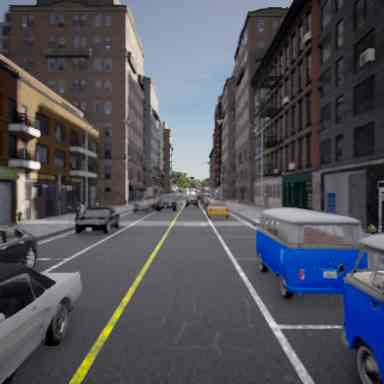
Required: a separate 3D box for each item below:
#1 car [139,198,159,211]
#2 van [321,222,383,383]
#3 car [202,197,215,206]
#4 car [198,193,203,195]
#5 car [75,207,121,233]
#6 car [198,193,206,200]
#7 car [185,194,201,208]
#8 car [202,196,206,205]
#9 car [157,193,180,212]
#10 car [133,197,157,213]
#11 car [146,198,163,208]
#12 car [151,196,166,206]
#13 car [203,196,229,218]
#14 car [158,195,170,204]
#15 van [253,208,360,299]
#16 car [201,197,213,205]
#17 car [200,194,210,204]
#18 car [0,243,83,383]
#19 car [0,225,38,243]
[{"bbox_3d":[-5.397,1.550,42.293,1.887,1.381,4.507,0,0,0],"label":"car"},{"bbox_3d":[2.637,1.342,2.519,1.690,1.788,3.998,0,0,0],"label":"van"},{"bbox_3d":[2.626,1.550,53.660,1.887,1.381,4.507,0,0,0],"label":"car"},{"bbox_3d":[2.623,1.320,65.024,2.192,1.841,5.009,0,0,0],"label":"car"},{"bbox_3d":[-5.392,1.569,19.563,1.947,1.339,4.313,0,0,0],"label":"car"},{"bbox_3d":[2.681,1.318,92.080,2.192,1.841,5.009,0,0,0],"label":"car"},{"bbox_3d":[0.005,1.511,48.692,1.837,1.490,4.892,0,0,0],"label":"car"},{"bbox_3d":[2.628,1.550,42.295,1.887,1.381,4.507,0,0,0],"label":"car"},{"bbox_3d":[-2.853,1.223,38.859,2.150,2.045,5.566,0,0,0],"label":"car"},{"bbox_3d":[-5.396,1.555,36.610,2.008,1.369,4.403,0,0,0],"label":"car"},{"bbox_3d":[-5.398,1.571,47.975,1.947,1.339,4.313,0,0,0],"label":"car"},{"bbox_3d":[-5.399,1.445,53.657,1.967,1.590,4.097,0,0,0],"label":"car"},{"bbox_3d":[2.219,1.461,29.625,1.801,1.575,5.366,0,0,0],"label":"car"},{"bbox_3d":[-5.402,1.445,65.022,1.967,1.590,4.097,0,0,0],"label":"car"},{"bbox_3d":[2.635,1.343,8.201,1.690,1.788,3.998,0,0,0],"label":"van"},{"bbox_3d":[2.624,1.556,59.342,2.008,1.369,4.403,0,0,0],"label":"car"},{"bbox_3d":[2.627,1.445,47.978,1.967,1.590,4.097,0,0,0],"label":"car"},{"bbox_3d":[-2.844,1.602,3.594,1.895,1.301,4.718,0,0,0],"label":"car"},{"bbox_3d":[-5.390,1.552,8.199,2.008,1.369,4.403,0,0,0],"label":"car"}]
